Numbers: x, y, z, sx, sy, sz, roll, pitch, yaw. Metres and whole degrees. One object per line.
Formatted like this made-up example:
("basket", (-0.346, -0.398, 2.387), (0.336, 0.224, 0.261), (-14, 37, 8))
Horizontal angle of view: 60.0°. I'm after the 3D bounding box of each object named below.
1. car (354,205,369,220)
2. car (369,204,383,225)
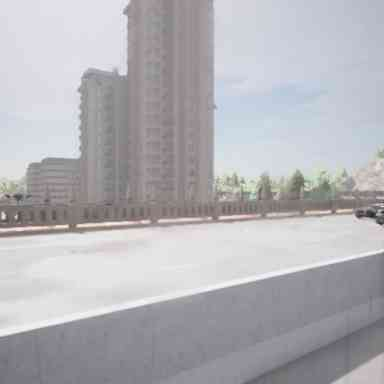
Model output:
("car", (15.737, 1.680, 28.169), (4.718, 1.301, 1.895), (0, 0, -36))
("car", (14.708, 1.419, 23.131), (4.553, 1.767, 2.097), (0, 0, -36))
